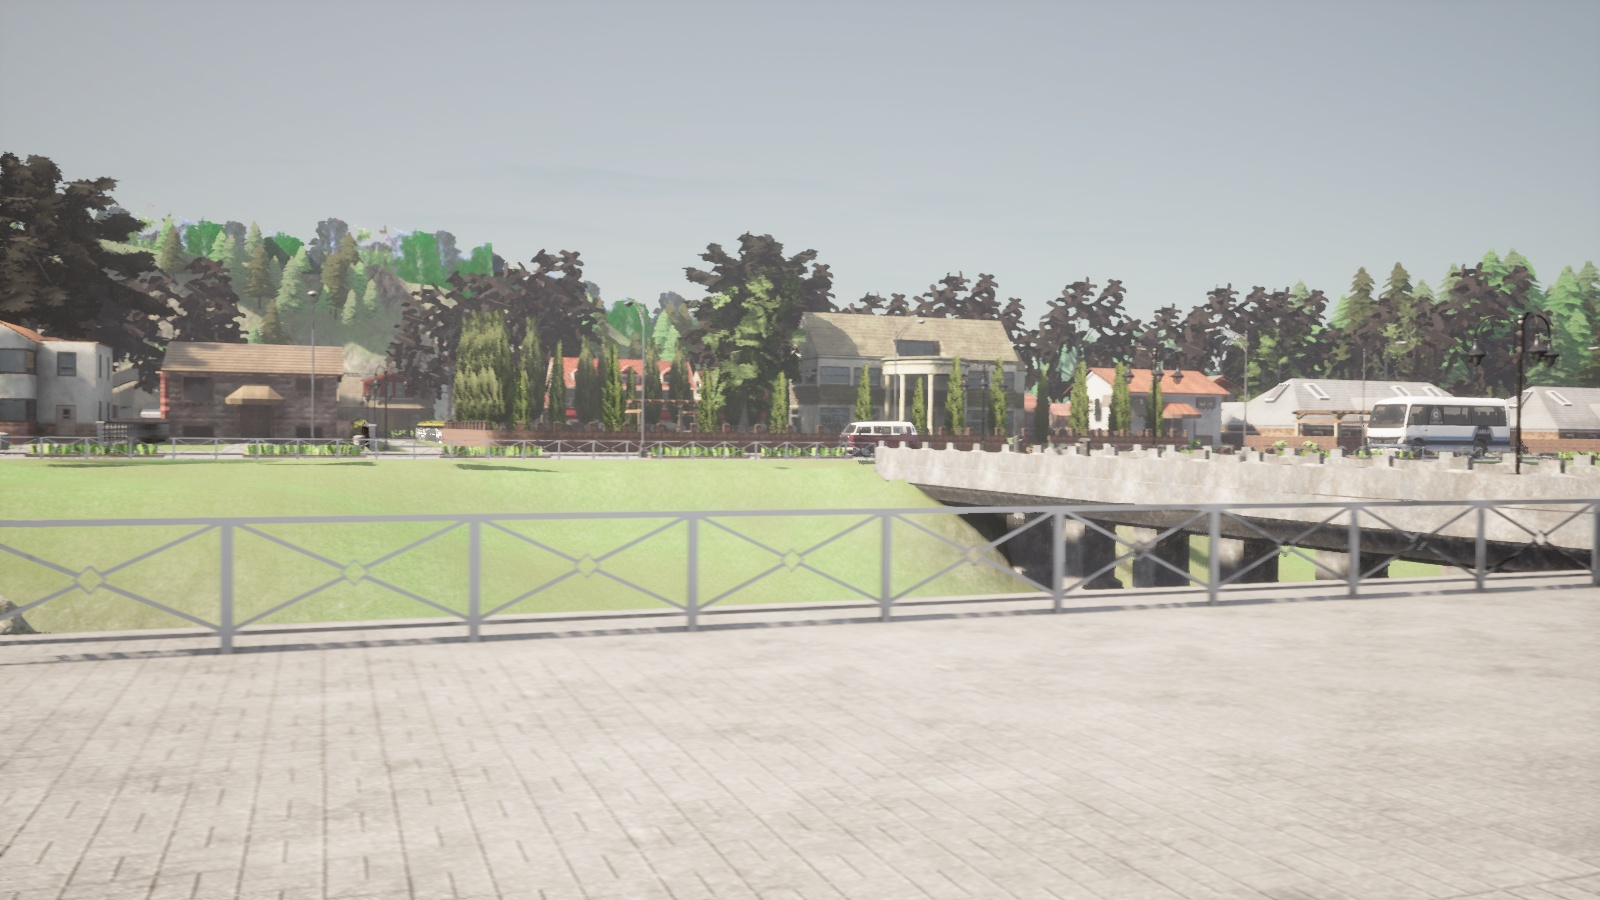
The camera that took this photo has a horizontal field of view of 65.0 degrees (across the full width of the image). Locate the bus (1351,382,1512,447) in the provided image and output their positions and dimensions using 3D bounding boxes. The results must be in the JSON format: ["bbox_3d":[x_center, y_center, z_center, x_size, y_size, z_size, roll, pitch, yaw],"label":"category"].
[{"bbox_3d":[43.353,-2.450,86.184,10.273,4.253,3.944,-1,1,-21],"label":"bus"}]

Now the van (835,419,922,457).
[{"bbox_3d":[4.466,-0.689,71.443,4.480,2.038,2.069,-1,1,-21],"label":"van"}]
